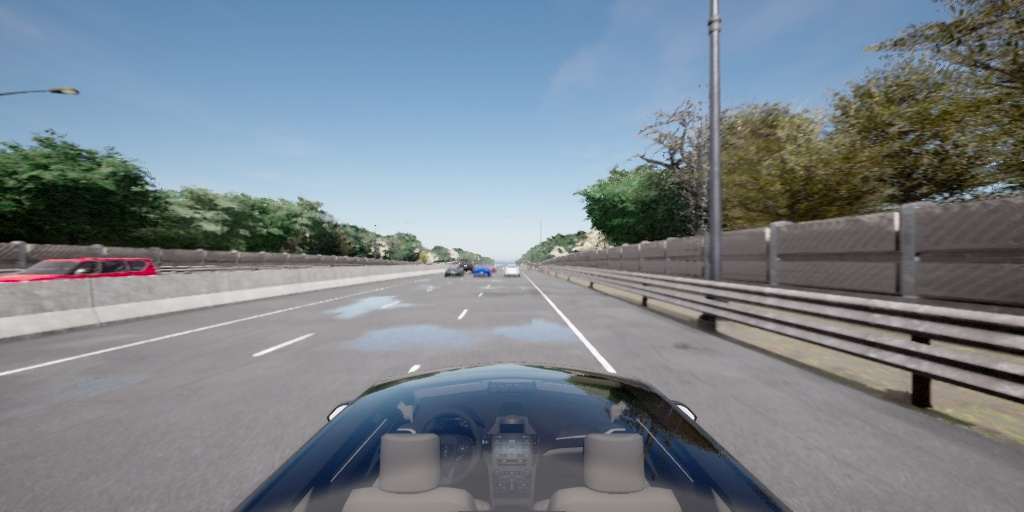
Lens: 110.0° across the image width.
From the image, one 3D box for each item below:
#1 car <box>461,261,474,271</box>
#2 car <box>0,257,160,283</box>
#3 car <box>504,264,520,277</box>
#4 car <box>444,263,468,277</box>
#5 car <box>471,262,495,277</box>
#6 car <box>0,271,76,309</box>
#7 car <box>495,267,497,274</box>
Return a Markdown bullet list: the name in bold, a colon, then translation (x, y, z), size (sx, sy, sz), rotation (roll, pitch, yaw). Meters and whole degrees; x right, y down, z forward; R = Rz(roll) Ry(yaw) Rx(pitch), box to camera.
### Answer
- **car**: translation (-6.951, 1.766, 56.904), size (2.150, 2.045, 5.566), rotation (0, -1, 1)
- **car**: translation (-17.591, 1.068, 14.540), size (2.150, 2.045, 5.566), rotation (0, 0, 0)
- **car**: translation (0.017, 1.820, 43.788), size (1.812, 1.442, 4.674), rotation (0, -1, 0)
- **car**: translation (-6.981, 1.861, 43.916), size (1.994, 1.385, 4.181), rotation (0, -1, 0)
- **car**: translation (-3.482, 1.768, 43.560), size (1.882, 1.535, 5.008), rotation (0, -1, 0)
- **car**: translation (-21.092, 1.388, 13.824), size (2.033, 1.411, 5.357), rotation (0, -1, 0)
- **car**: translation (-3.447, 2.088, 57.696), size (1.812, 1.442, 4.674), rotation (0, -1, 1)
